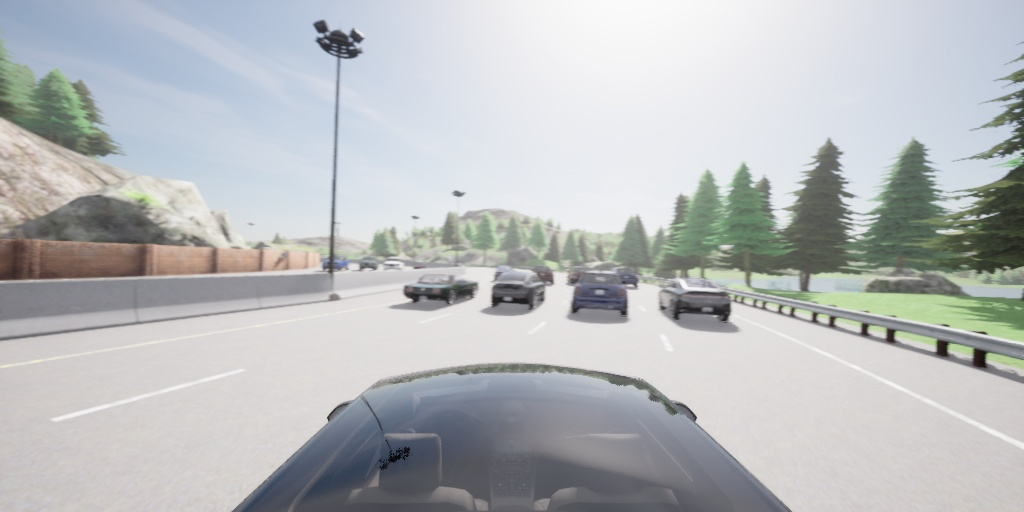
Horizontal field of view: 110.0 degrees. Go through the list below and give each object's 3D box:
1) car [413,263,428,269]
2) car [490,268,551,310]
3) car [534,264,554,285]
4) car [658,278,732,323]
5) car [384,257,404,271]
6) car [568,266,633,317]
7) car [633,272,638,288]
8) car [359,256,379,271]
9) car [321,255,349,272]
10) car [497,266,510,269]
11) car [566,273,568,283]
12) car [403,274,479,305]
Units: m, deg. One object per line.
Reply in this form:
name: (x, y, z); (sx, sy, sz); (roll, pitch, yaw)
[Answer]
car: (-12.986, 1.660, 50.959); (1.895, 1.301, 4.718); (2, -1, -13)
car: (0.410, 1.474, 16.386); (1.837, 1.490, 4.892); (2, 0, 14)
car: (2.704, 1.618, 32.831); (2.097, 1.767, 4.553); (2, -1, 2)
car: (7.099, 1.628, 14.327); (2.128, 1.511, 4.902); (1, -1, 14)
car: (-16.181, 1.163, 49.298); (2.150, 2.045, 5.566); (2, -1, -12)
car: (3.729, 1.401, 15.263); (2.097, 1.767, 4.553); (1, -1, 14)
car: (9.668, 1.813, 32.177); (2.097, 1.767, 4.553); (2, -1, 2)
car: (-20.001, 1.069, 50.349); (2.150, 2.045, 5.566); (2, -1, -14)
car: (-22.708, 0.929, 46.375); (2.150, 2.045, 5.566); (2, -1, -11)
car: (-0.752, 1.705, 33.921); (1.812, 1.442, 4.674); (2, -1, 2)
car: (6.186, 1.715, 32.507); (2.097, 1.767, 4.553); (2, -1, 2)
car: (-3.084, 1.472, 16.783); (1.895, 1.301, 4.718); (1, -1, 14)
